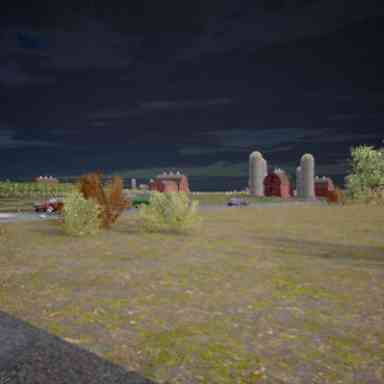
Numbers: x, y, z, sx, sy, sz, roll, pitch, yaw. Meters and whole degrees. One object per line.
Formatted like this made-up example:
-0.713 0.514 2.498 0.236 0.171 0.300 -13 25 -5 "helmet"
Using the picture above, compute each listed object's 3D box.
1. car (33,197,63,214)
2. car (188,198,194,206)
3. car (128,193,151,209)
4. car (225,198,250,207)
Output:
-12.832 1.250 32.336 1.882 1.535 5.008 0 -1 36 "car"
-1.116 1.557 48.598 1.994 1.385 4.181 0 -1 36 "car"
-7.009 1.104 40.417 2.150 2.045 5.566 0 -1 36 "car"
7.466 1.647 54.319 2.033 1.411 5.357 0 -1 37 "car"
